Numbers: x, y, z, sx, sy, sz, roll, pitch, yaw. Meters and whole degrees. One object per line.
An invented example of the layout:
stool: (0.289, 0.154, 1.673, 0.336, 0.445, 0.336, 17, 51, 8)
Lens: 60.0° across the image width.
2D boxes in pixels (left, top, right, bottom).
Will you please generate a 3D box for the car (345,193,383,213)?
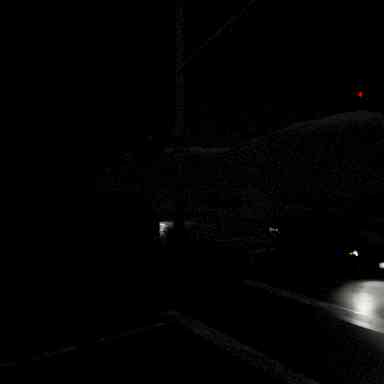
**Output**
car: (17.730, 1.077, 32.860, 1.905, 1.878, 3.866, 0, 0, -36)

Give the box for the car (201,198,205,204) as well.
car: (3.122, 1.232, 53.060, 1.970, 1.475, 3.806, 0, 0, -36)

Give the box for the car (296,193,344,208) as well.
car: (15.780, 1.097, 41.161, 1.932, 1.855, 4.605, 0, 0, -36)

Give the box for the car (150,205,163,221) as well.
car: (-3.887, 1.334, 24.025, 1.812, 1.442, 4.674, 0, 0, -36)

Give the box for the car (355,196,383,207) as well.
car: (26.288, 1.298, 47.888, 2.007, 1.523, 4.514, 0, 0, -36)

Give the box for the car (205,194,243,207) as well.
car: (4.287, 1.298, 45.202, 2.007, 1.523, 4.514, 0, 0, -36)

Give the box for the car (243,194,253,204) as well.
car: (8.131, 1.154, 57.084, 2.152, 1.636, 5.027, 0, 0, -36)

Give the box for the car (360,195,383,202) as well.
car: (37.680, 1.384, 69.648, 1.970, 1.475, 3.806, 0, 0, -36)

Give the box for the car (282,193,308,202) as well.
car: (20.608, 1.097, 66.623, 1.932, 1.855, 4.605, 0, 0, -36)

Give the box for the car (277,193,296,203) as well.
car: (18.496, 1.077, 64.585, 1.905, 1.878, 3.866, 0, 0, -36)

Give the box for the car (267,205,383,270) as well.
car: (4.224, 1.374, 10.735, 2.033, 1.411, 5.357, 0, 1, -11)
